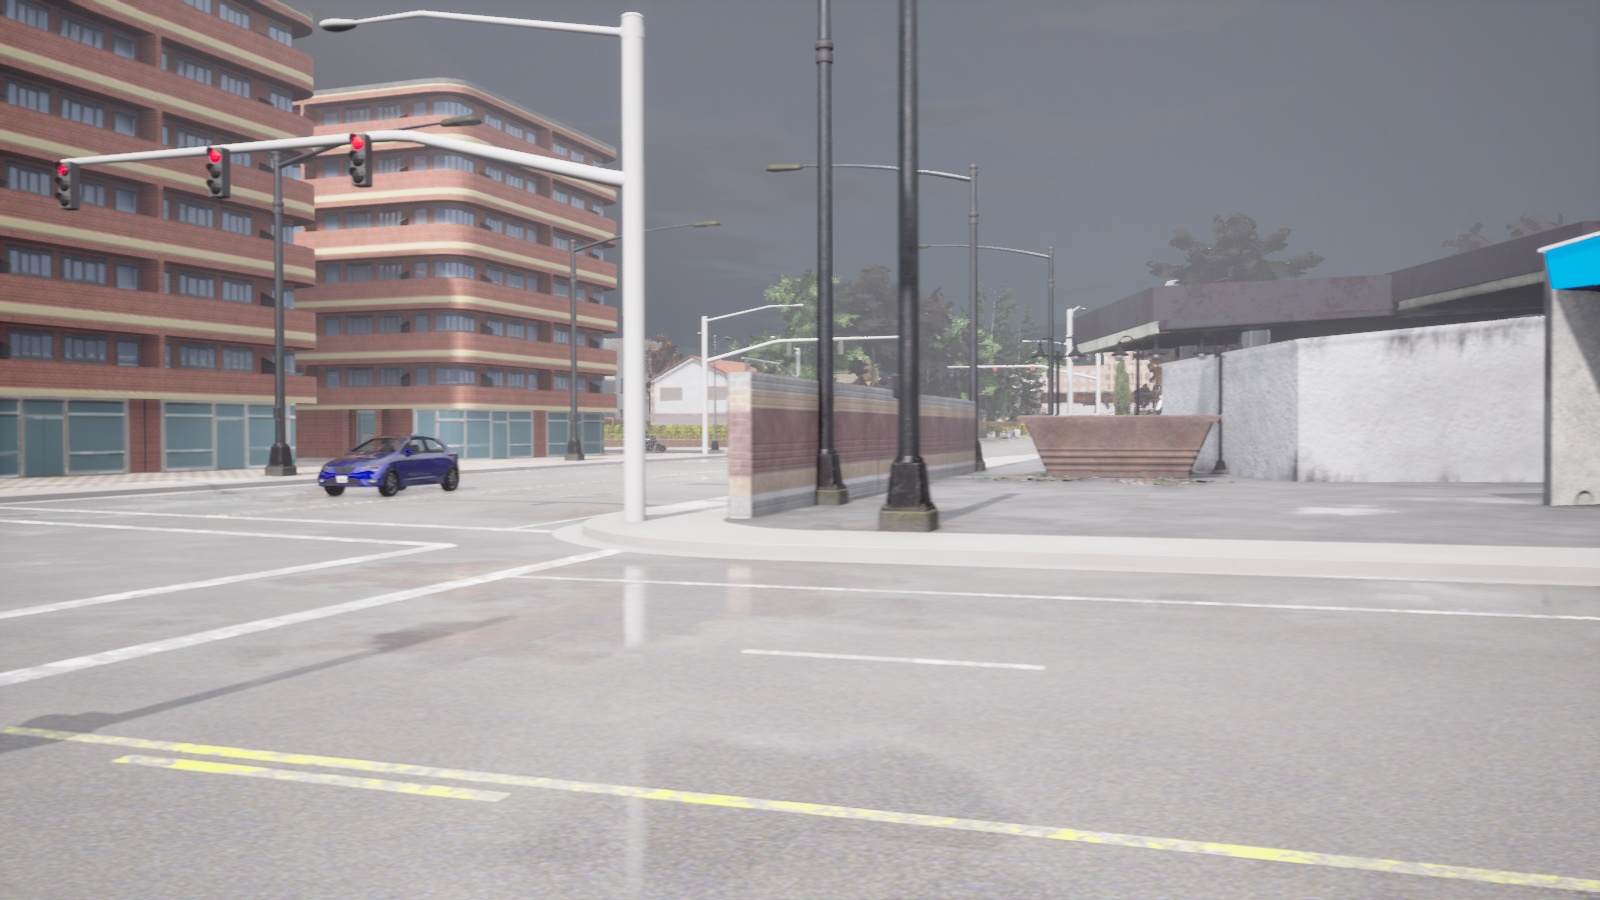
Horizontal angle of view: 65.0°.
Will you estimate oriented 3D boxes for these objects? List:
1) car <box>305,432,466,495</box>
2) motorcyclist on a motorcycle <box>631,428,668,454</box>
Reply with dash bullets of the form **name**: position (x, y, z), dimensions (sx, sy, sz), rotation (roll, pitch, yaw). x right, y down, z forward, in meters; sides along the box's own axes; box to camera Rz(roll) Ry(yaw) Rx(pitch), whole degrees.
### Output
- **car**: position (-10.332, 0.288, 31.658), dimensions (1.816, 1.474, 4.193), rotation (0, 1, 16)
- **motorcyclist on a motorcycle**: position (-9.929, -0.597, 82.738), dimensions (2.350, 1.649, 0.766), rotation (1, 1, 20)
